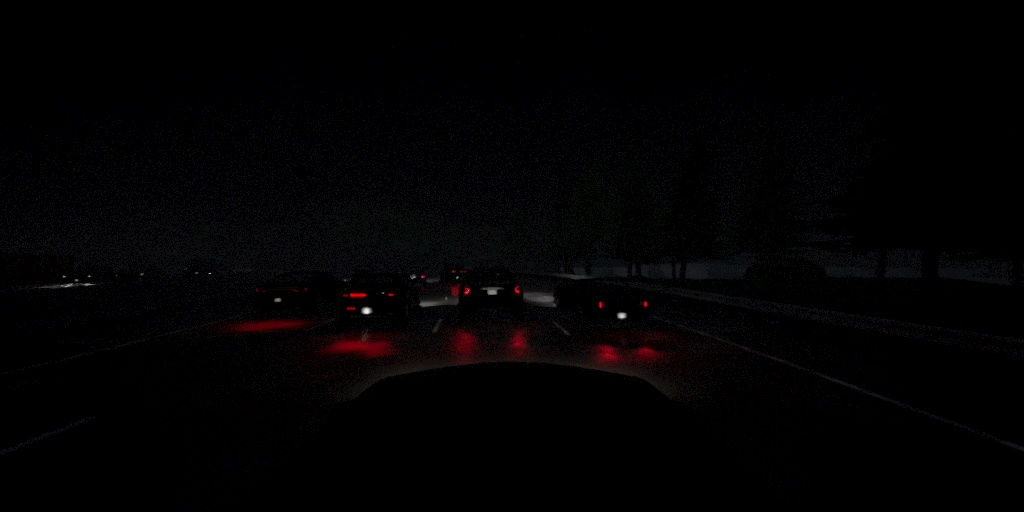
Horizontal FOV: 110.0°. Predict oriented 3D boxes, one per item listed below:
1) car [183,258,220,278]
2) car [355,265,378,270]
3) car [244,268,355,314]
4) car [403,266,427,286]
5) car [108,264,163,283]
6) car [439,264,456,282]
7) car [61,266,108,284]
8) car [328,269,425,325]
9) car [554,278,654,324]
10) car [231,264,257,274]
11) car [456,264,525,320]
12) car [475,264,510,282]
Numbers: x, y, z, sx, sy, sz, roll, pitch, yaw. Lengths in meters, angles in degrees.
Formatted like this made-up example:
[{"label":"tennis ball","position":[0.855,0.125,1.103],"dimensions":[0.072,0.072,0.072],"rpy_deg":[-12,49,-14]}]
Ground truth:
[{"label":"car","position":[-30.614,1.218,35.522],"dimensions":[2.150,2.045,5.566],"rpy_deg":[0,0,-32]},{"label":"car","position":[-12.162,1.436,29.659],"dimensions":[1.812,1.442,4.674],"rpy_deg":[0,0,-20]},{"label":"car","position":[-8.098,1.309,14.298],"dimensions":[1.882,1.535,5.008],"rpy_deg":[0,0,-8]},{"label":"car","position":[-7.196,1.426,26.060],"dimensions":[2.033,1.411,5.357],"rpy_deg":[0,0,-17]},{"label":"car","position":[-32.040,1.460,30.909],"dimensions":[1.882,1.535,5.008],"rpy_deg":[0,0,-29]},{"label":"car","position":[-5.027,1.397,30.460],"dimensions":[1.837,1.490,4.892],"rpy_deg":[0,0,-20]},{"label":"car","position":[-35.856,1.542,30.731],"dimensions":[2.033,1.411,5.357],"rpy_deg":[0,0,-30]},{"label":"car","position":[-4.243,1.309,12.099],"dimensions":[1.837,1.490,4.892],"rpy_deg":[0,-2,-8]},{"label":"car","position":[2.802,1.387,12.191],"dimensions":[1.895,1.301,4.718],"rpy_deg":[0,0,-7]},{"label":"car","position":[-27.257,1.517,36.638],"dimensions":[1.812,1.442,4.674],"rpy_deg":[0,0,-31]},{"label":"car","position":[-0.890,1.153,13.178],"dimensions":[2.097,1.767,4.553],"rpy_deg":[0,0,-8]},{"label":"car","position":[-1.830,1.449,31.834],"dimensions":[1.994,1.385,4.181],"rpy_deg":[0,0,-20]}]
